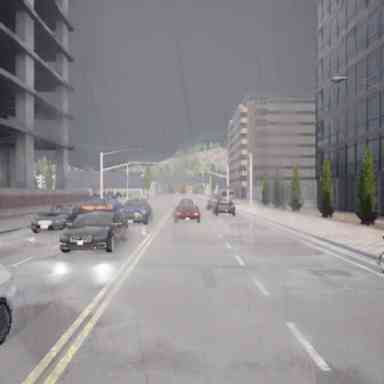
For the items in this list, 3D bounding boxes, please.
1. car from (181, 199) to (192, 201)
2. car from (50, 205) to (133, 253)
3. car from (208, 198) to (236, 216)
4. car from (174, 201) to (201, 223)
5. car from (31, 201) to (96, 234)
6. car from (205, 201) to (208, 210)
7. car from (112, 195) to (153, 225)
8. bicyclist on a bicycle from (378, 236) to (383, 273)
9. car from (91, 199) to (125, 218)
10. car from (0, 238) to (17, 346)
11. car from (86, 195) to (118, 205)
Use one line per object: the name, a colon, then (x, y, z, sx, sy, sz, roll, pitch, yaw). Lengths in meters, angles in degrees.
car: (-0.653, 1.505, 39.488, 2.033, 1.411, 5.357, 0, 0, -1)
car: (-3.840, 1.491, 13.713, 1.837, 1.490, 4.892, 0, 0, -1)
car: (3.013, 1.457, 31.871, 2.128, 1.511, 4.902, 0, 0, -1)
car: (-0.364, 1.573, 25.472, 1.895, 1.301, 4.718, 0, 0, -1)
car: (-7.440, 1.472, 19.124, 2.128, 1.511, 4.902, 0, 0, -1)
car: (2.821, 1.482, 41.132, 1.812, 1.442, 4.674, 0, 0, -1)
car: (-4.023, 1.327, 23.831, 2.097, 1.767, 4.553, 0, 0, -1)
bicyclist on a bicycle: (5.726, 1.353, 8.910, 1.656, 1.620, 0.582, -9, 0, -1)
car: (-7.627, 1.445, 30.603, 1.882, 1.535, 5.008, 0, 0, 0)
car: (-3.643, 1.522, 3.478, 1.812, 1.442, 4.674, 0, 0, -1)
car: (-7.471, 1.324, 25.690, 2.097, 1.767, 4.553, 0, 0, -1)
